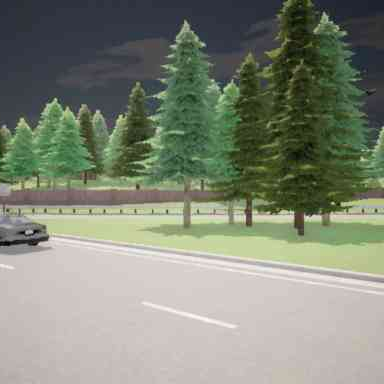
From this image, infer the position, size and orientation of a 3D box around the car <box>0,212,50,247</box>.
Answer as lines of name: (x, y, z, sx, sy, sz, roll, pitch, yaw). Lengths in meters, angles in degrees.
car: (-8.176, 1.560, 14.021, 5.357, 1.411, 2.033, 0, 0, 36)
